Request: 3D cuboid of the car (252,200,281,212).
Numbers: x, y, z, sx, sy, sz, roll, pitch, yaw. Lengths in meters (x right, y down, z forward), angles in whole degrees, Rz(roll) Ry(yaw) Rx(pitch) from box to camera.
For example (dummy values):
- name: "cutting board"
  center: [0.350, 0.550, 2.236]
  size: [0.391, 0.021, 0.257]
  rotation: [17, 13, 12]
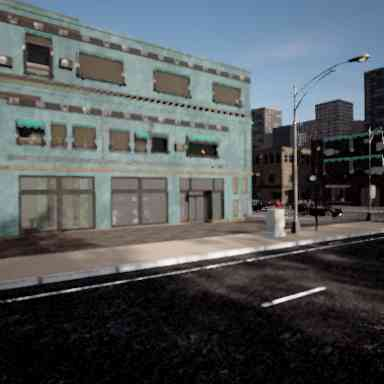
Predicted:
- name: "car"
  center: [8.769, 1.798, 43.461]
  size: [1.837, 1.490, 4.892]
  rotation: [-1, 0, -35]

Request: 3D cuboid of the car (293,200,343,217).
- name: "car"
  center: [12.745, 1.769, 33.178]
  size: [1.947, 1.339, 4.313]
  rotation: [-2, 0, -35]

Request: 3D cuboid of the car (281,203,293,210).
- name: "car"
  center: [14.834, 1.751, 44.905]
  size: [2.008, 1.369, 4.403]
  rotation: [-2, 0, -35]

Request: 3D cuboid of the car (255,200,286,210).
- name: "car"
  center: [11.626, 1.846, 49.415]
  size: [1.802, 1.307, 4.206]
  rotation: [-2, 0, -35]
